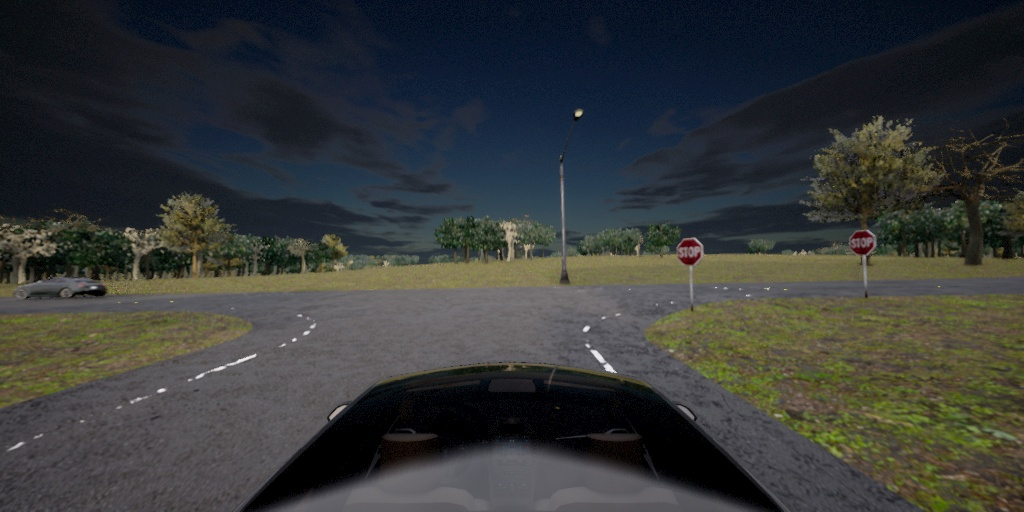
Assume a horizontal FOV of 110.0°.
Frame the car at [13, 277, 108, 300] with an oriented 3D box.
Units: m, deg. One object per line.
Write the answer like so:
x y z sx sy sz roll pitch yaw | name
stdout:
-28.646 2.021 22.850 4.181 1.385 1.994 -1 -3 0 | car
